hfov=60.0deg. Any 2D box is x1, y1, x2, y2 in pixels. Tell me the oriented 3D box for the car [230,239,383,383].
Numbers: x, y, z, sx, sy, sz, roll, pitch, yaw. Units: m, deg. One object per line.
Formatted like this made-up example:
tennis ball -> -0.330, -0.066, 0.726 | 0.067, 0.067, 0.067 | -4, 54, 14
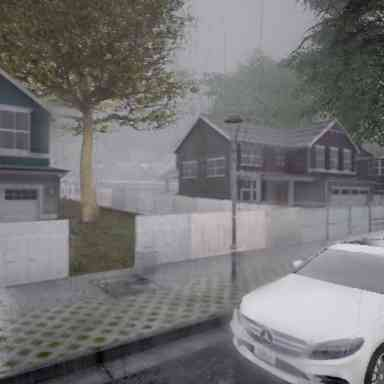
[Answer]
car -> 2.698, 1.512, 5.010 | 4.674, 1.442, 1.812 | 0, 0, -35
